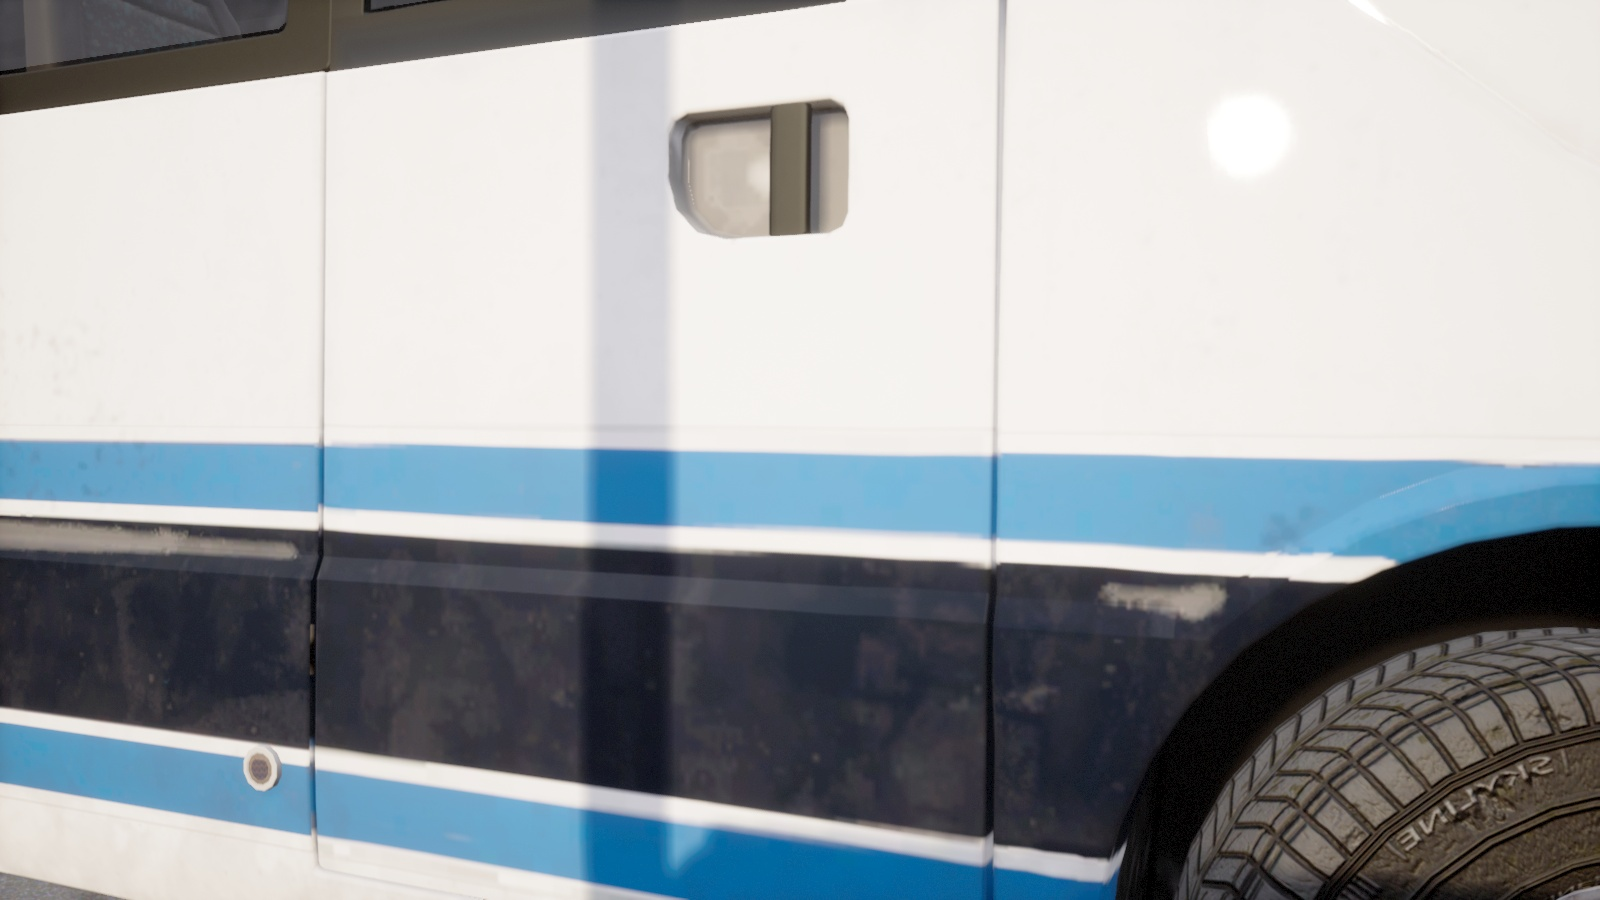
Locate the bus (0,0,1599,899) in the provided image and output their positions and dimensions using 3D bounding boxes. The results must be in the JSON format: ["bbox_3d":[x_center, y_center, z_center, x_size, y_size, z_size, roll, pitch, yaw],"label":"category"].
[{"bbox_3d":[-1.078,-0.622,4.218,10.273,4.253,3.944,1,1,23],"label":"bus"}]
